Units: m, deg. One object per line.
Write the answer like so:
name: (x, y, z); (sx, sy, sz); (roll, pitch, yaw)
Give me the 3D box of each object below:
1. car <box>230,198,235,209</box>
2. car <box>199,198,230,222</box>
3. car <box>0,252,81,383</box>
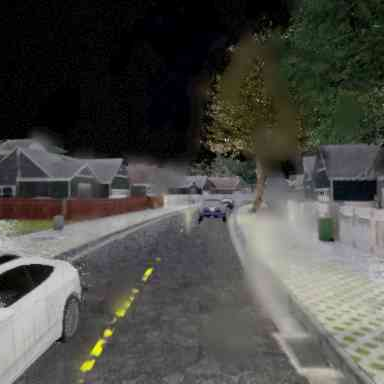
car: (4.633, 1.526, 44.207); (1.812, 1.442, 4.674); (0, 0, 11)
car: (1.767, 1.353, 26.923); (2.097, 1.767, 4.553); (0, 0, 7)
car: (-2.747, 1.527, 3.788); (1.812, 1.442, 4.674); (0, 0, 1)
